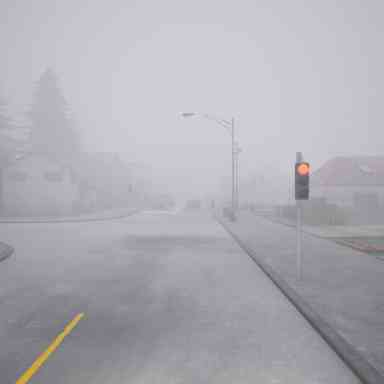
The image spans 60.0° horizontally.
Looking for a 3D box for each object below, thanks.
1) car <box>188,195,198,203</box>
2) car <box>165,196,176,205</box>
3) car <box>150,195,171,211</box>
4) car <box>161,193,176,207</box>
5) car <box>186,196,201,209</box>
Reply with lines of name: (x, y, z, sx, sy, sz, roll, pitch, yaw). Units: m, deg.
car: (0.198, 1.491, 68.996, 2.128, 1.511, 4.902, 0, 0, 0)
car: (-3.976, 1.525, 62.102, 1.812, 1.442, 4.674, 0, 0, 0)
car: (-4.041, 1.505, 41.707, 1.837, 1.490, 4.892, 0, 0, 0)
car: (-4.025, 1.221, 51.756, 2.150, 2.045, 5.566, 0, 0, 0)
car: (0.172, 1.477, 45.042, 1.882, 1.535, 5.008, 0, 0, 0)
